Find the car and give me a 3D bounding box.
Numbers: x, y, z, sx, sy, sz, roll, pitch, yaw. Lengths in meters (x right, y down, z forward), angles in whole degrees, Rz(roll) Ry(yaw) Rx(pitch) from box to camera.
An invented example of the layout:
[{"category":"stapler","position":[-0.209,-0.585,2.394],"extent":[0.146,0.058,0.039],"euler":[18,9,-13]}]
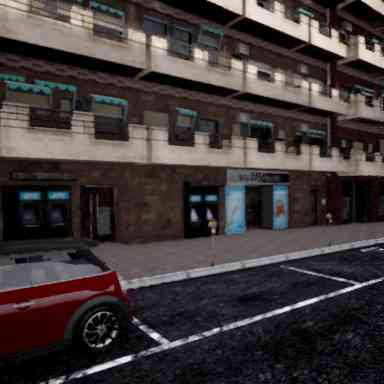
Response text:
[{"category":"car","position":[-2.975,1.441,4.461],"extent":[4.097,1.590,1.967],"euler":[0,-1,-35]}]
